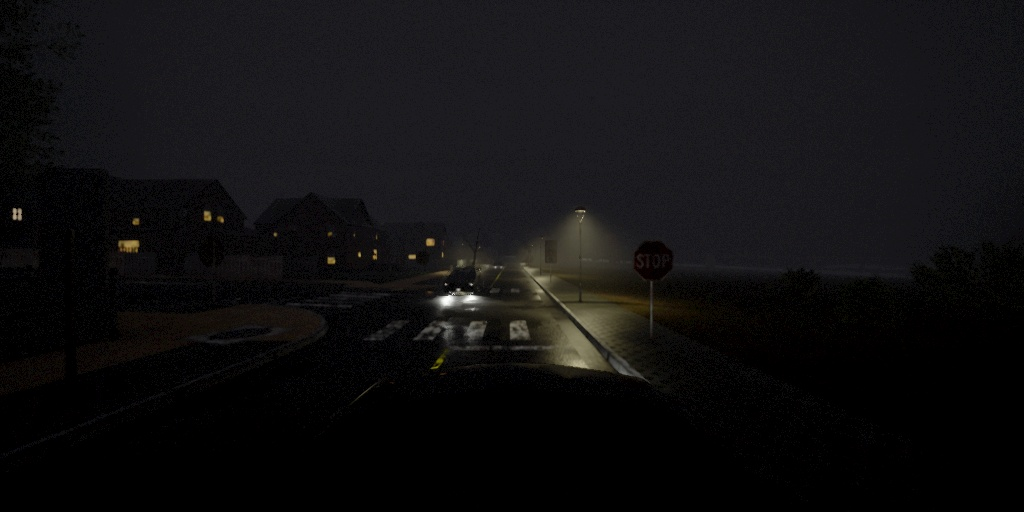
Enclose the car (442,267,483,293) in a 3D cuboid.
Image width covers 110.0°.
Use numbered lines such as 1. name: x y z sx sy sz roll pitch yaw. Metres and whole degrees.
1. car: -2.768 1.362 21.184 2.033 1.411 5.357 0 0 0
